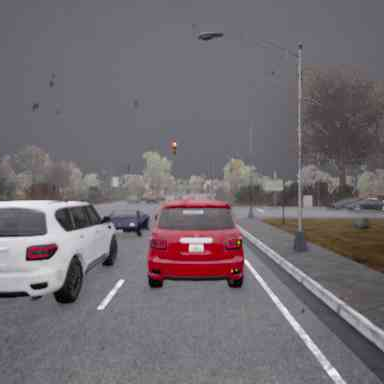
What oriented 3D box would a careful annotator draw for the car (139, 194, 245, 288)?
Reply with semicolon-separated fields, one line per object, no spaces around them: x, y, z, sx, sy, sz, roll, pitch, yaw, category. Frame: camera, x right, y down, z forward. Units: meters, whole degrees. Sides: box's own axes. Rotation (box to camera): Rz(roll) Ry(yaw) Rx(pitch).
0.082;1.207;9.325;2.150;2.045;5.566;0;0;0;car

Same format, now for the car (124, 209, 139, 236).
-3.429;1.574;18.029;1.895;1.301;4.718;0;0;0;car

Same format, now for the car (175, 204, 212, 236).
0.069;1.498;19.019;1.812;1.442;4.674;0;0;0;car

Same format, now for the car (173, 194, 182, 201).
-3.639;1.391;86.142;2.128;1.511;4.902;0;0;0;car

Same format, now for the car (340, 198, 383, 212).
19.738;1.446;37.375;4.892;1.490;1.837;0;0;3;car

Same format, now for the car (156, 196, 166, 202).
-7.127;1.483;76.137;1.895;1.301;4.718;0;0;0;car

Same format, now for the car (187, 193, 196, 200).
-0.139;1.221;86.534;2.097;1.767;4.553;0;0;0;car

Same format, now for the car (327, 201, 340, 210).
19.532;1.484;40.884;5.357;1.411;2.033;0;0;3;car

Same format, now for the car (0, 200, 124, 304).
-3.414;1.208;8.261;2.150;2.045;5.566;0;0;0;car

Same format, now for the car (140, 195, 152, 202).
-10.627;1.427;76.508;2.033;1.411;5.357;0;0;0;car

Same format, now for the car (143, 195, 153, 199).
-7.154;1.458;60.843;2.033;1.411;5.357;0;0;0;car

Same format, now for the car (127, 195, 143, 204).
-10.657;1.415;60.922;1.837;1.490;4.892;0;0;0;car
